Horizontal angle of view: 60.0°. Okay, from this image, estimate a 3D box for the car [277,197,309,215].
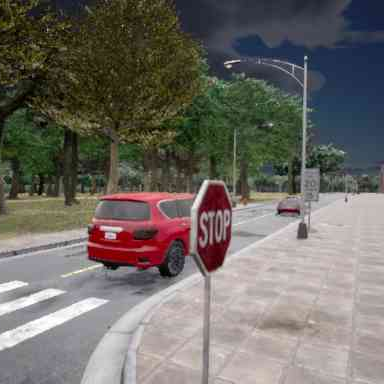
[{"bbox_3d":[8.384,1.094,27.381,1.994,1.385,4.181,1,1,27],"label":"car"}]

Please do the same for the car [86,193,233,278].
[{"bbox_3d":[-0.620,1.045,9.960,2.150,2.045,5.566,1,1,27],"label":"car"}]
